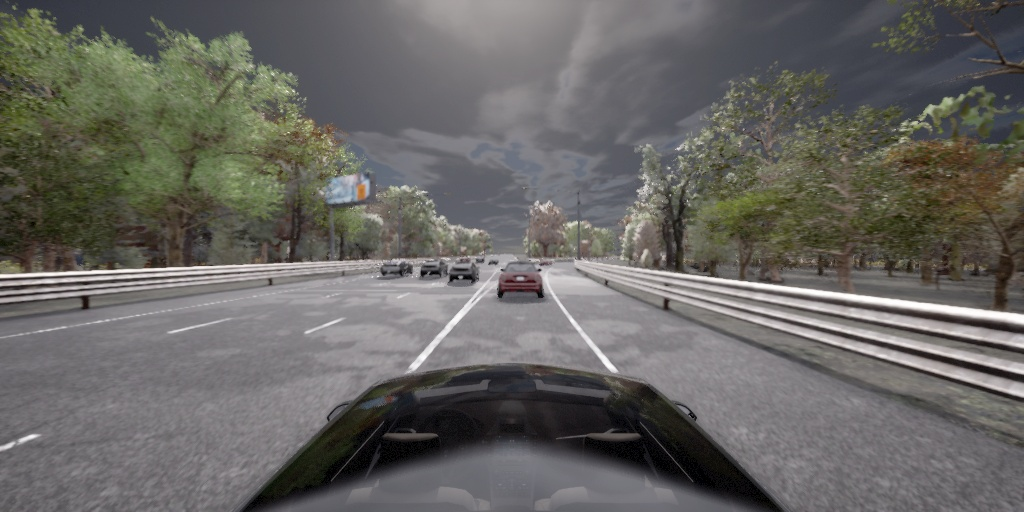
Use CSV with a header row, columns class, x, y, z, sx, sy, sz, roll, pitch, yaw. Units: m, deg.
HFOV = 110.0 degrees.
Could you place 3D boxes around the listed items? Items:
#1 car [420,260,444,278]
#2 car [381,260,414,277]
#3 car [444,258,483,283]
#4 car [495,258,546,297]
class,x,y,z,sx,sy,sz,roll,pitch,yaw
car,-6.974,1.136,32.571,1.837,1.490,4.892,0,0,0
car,-10.477,1.118,33.000,2.128,1.511,4.902,0,0,0
car,-3.460,1.160,26.553,1.837,1.490,4.892,0,0,0
car,0.478,1.039,18.480,2.097,1.767,4.553,0,0,3
